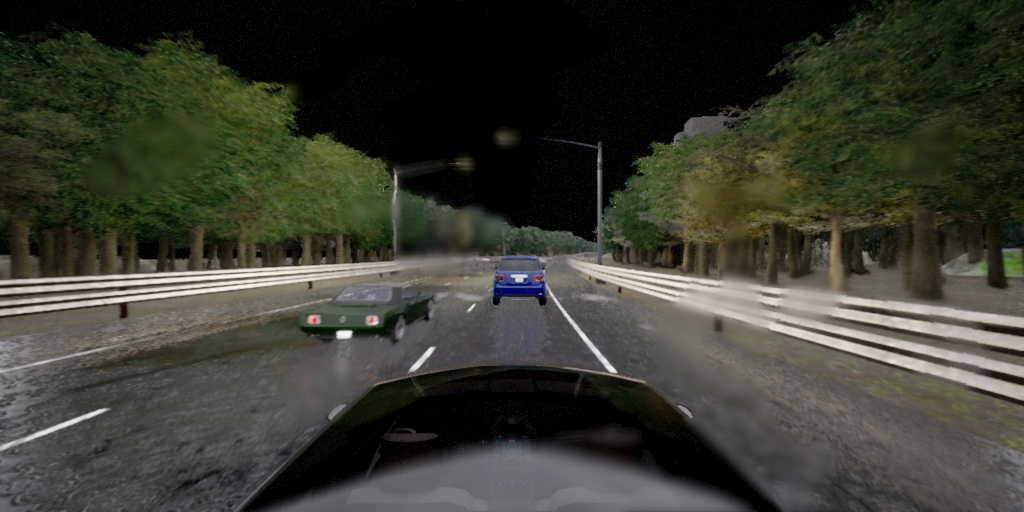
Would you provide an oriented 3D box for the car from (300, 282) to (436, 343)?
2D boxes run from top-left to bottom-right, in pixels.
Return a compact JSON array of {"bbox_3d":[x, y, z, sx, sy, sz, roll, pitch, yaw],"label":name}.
[{"bbox_3d":[-3.439,1.362,9.683,1.895,1.301,4.718,0,0,1],"label":"car"}]

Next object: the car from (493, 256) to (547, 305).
[{"bbox_3d":[0.381,1.013,16.549,2.150,2.045,5.566,0,0,2],"label":"car"}]
